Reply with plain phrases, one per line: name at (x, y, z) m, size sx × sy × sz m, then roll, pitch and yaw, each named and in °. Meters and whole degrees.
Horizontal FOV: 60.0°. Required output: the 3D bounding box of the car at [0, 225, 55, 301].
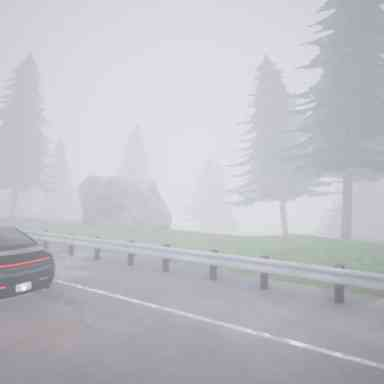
car at (-5.073, 1.483, 7.465) m, size 4.892 × 1.490 × 1.837 m, roll 0°, pitch 0°, yaw 35°
